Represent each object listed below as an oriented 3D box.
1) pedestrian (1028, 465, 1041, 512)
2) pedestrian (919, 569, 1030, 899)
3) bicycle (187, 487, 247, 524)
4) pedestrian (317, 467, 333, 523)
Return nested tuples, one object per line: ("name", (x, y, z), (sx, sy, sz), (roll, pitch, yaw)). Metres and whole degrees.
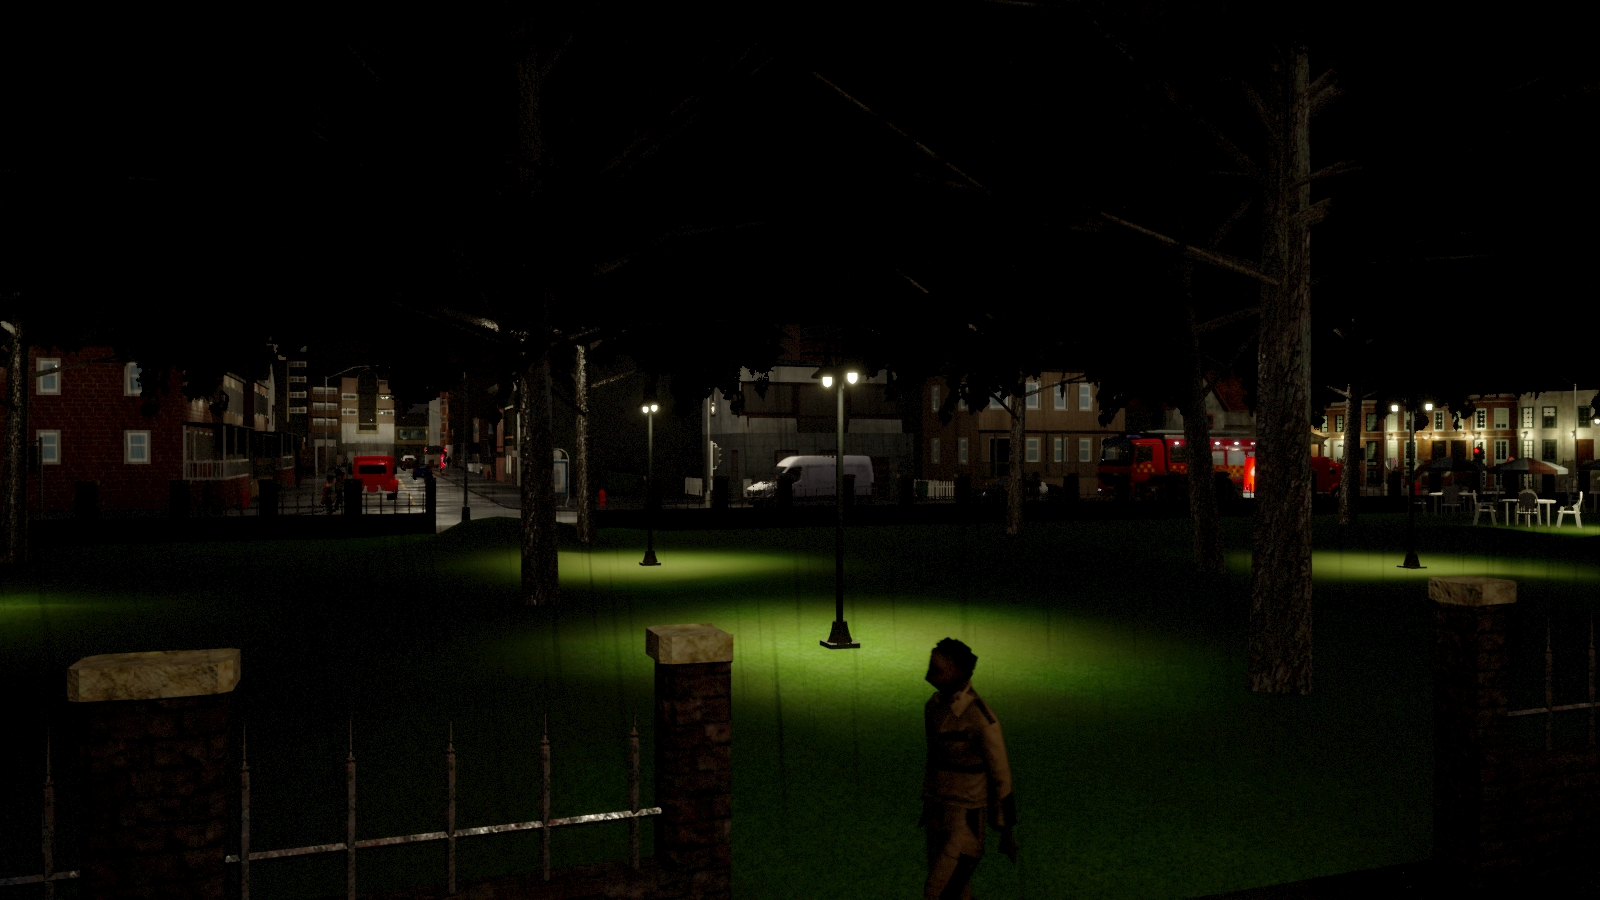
("pedestrian", (9.354, 1.525, 45.537), (0.375, 1.860, 0.375), (0, 0, -21))
("pedestrian", (0.831, 1.525, 5.460), (0.375, 1.860, 0.375), (0, 0, -27))
("bicycle", (-20.539, 1.940, 40.277), (1.835, 1.271, 0.329), (0, 0, -20))
("pedestrian", (-16.145, 1.525, 38.836), (0.375, 1.860, 0.375), (0, 0, -4))
